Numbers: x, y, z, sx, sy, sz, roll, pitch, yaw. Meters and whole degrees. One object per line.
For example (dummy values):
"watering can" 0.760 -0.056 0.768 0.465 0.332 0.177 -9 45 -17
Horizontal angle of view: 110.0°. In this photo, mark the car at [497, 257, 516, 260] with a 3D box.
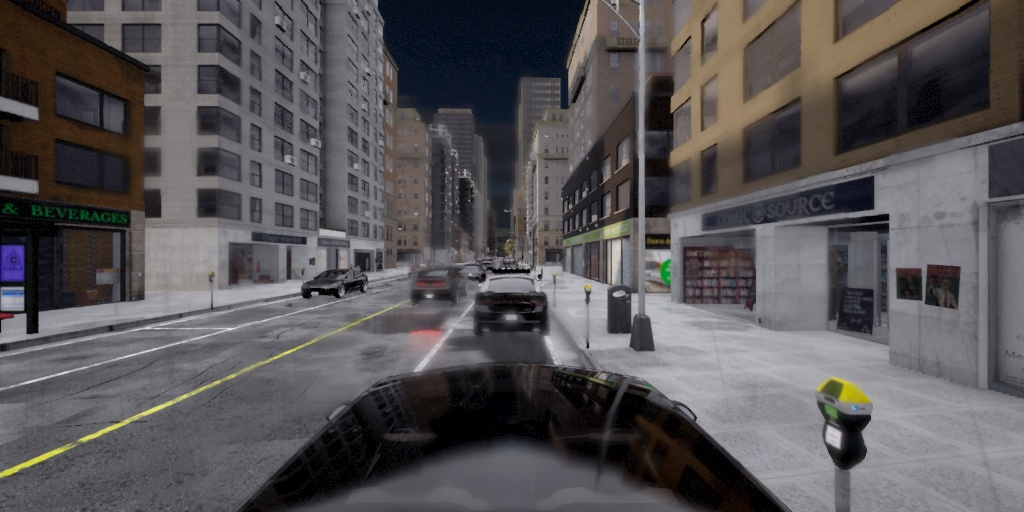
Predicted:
"car" -0.270 1.066 40.308 2.192 1.841 5.009 0 0 0

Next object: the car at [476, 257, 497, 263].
"car" -3.038 1.256 45.249 1.837 1.490 4.892 0 0 0

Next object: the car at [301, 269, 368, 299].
"car" -8.806 1.316 18.204 1.948 1.339 4.313 0 0 0

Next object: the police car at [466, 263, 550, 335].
"police car" -0.008 1.175 10.608 1.930 1.638 5.238 0 0 0

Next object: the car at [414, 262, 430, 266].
"car" -8.799 1.333 34.780 1.802 1.307 4.207 0 0 0

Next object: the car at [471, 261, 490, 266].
"car" -3.050 1.315 27.955 1.994 1.385 4.181 0 0 0

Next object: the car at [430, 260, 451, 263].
"car" -6.223 1.352 34.689 1.895 1.301 4.718 0 0 0

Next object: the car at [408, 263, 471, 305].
"car" -3.139 1.256 16.048 1.837 1.490 4.892 0 0 0
